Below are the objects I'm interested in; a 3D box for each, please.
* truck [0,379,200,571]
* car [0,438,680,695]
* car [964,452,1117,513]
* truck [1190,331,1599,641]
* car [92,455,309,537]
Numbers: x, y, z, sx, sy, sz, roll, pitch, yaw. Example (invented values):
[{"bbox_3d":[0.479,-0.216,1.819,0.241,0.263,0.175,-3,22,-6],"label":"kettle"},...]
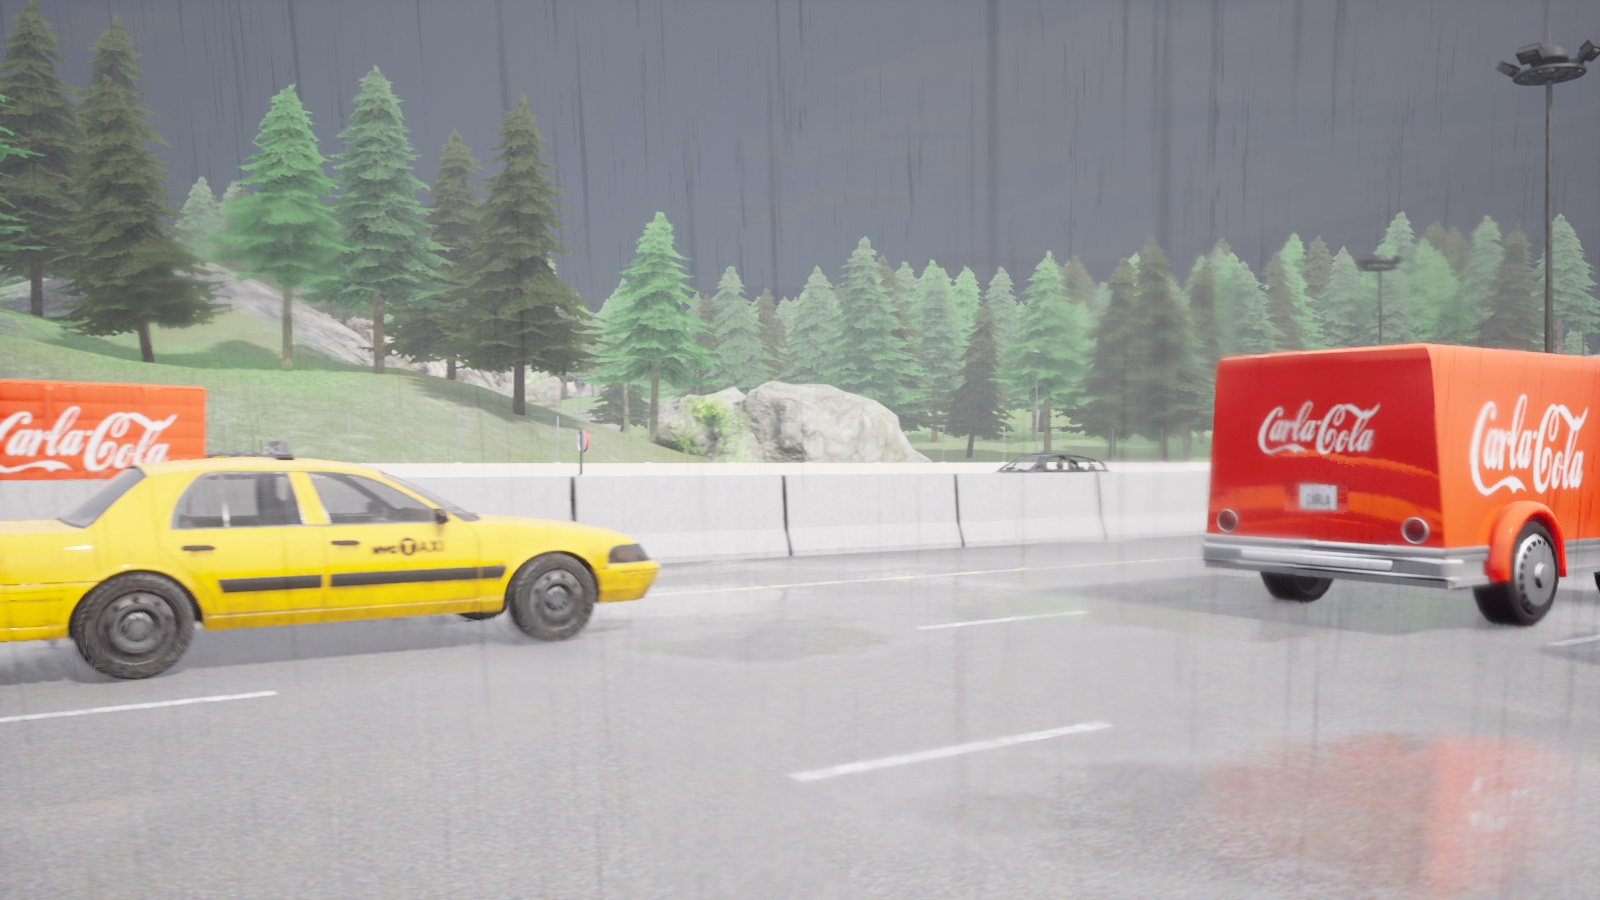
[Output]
[{"bbox_3d":[-11.268,0.324,17.140,5.204,2.467,2.627,0,0,-35],"label":"truck"},{"bbox_3d":[-3.707,0.719,9.607,5.366,1.575,1.801,0,0,-35],"label":"car"},{"bbox_3d":[6.428,0.834,33.555,3.705,1.549,1.789,0,0,-29],"label":"car"},{"bbox_3d":[6.659,0.296,12.559,5.204,2.467,2.627,0,0,-35],"label":"truck"},{"bbox_3d":[-11.558,0.851,24.489,3.633,1.501,1.845,0,0,-19],"label":"car"}]
